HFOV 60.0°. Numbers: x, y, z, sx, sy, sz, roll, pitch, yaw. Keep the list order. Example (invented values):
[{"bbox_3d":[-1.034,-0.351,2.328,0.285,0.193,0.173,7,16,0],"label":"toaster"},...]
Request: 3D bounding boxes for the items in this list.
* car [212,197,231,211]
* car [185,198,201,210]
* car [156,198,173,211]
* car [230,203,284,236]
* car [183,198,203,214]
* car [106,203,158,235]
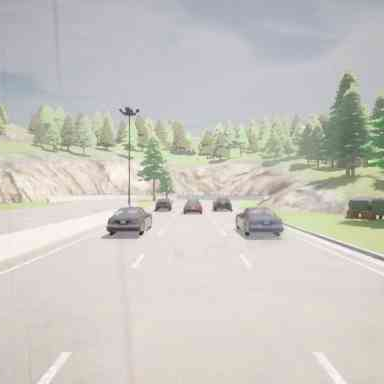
[{"bbox_3d":[3.625,1.363,40.460,2.097,1.767,4.553,0,0,0],"label":"car"},{"bbox_3d":[0.165,1.560,44.515,2.033,1.411,5.357,0,0,1],"label":"car"},{"bbox_3d":[-3.376,1.515,40.526,1.837,1.490,4.892,0,0,0],"label":"car"},{"bbox_3d":[3.604,1.552,18.521,2.033,1.411,5.357,0,0,0],"label":"car"},{"bbox_3d":[0.107,1.574,35.274,1.994,1.385,4.181,0,0,0],"label":"car"},{"bbox_3d":[-3.396,1.552,18.864,2.033,1.411,5.357,0,0,0],"label":"car"}]
